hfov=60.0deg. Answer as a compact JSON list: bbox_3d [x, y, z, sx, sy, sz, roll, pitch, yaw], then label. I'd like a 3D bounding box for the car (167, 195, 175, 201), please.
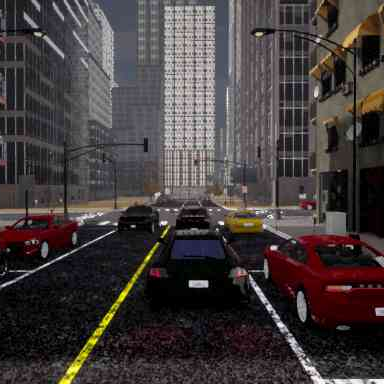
[{"bbox_3d":[-5.643,1.544,89.272,1.887,1.381,4.507,-1,0,0],"label":"car"}]

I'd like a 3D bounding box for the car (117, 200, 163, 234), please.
[{"bbox_3d":[-2.990,1.479,19.410,1.882,1.535,5.008,0,0,0],"label":"car"}]

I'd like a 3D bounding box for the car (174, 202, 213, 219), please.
[{"bbox_3d":[0.088,1.503,17.763,1.837,1.490,4.892,0,0,-1],"label":"car"}]

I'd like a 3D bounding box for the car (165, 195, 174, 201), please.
[{"bbox_3d":[-5.648,1.524,83.543,1.752,1.417,4.829,-1,0,0],"label":"car"}]

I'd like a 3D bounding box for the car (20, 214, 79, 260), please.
[{"bbox_3d":[-5.691,1.543,12.438,1.887,1.381,4.507,-1,0,0],"label":"car"}]

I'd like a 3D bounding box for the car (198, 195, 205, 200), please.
[{"bbox_3d":[2.741,1.582,94.826,1.802,1.307,4.206,-1,0,0],"label":"car"}]

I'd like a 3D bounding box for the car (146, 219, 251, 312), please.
[{"bbox_3d":[0.108,1.563,7.778,1.994,1.385,4.181,0,0,0],"label":"car"}]

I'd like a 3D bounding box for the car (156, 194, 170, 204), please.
[{"bbox_3d":[-5.660,1.542,61.474,1.887,1.381,4.507,-1,0,0],"label":"car"}]

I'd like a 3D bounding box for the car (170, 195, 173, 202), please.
[{"bbox_3d":[-5.659,1.313,67.034,2.192,1.841,5.009,-1,0,0],"label":"car"}]

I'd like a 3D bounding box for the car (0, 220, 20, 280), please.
[{"bbox_3d":[-5.696,1.439,6.914,1.967,1.590,4.097,-1,0,0],"label":"car"}]

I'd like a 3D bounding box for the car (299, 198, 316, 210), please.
[{"bbox_3d":[14.274,1.256,37.060,4.507,1.381,1.887,-1,1,0],"label":"car"}]

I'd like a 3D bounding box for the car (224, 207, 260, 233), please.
[{"bbox_3d":[2.693,1.523,18.112,1.752,1.417,4.829,-1,0,0],"label":"car"}]

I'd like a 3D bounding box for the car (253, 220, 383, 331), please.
[{"bbox_3d":[2.686,1.544,6.895,1.887,1.381,4.507,-1,0,0],"label":"car"}]

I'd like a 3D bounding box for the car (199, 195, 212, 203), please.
[{"bbox_3d":[2.718,1.438,61.468,1.967,1.590,4.097,-1,0,0],"label":"car"}]
